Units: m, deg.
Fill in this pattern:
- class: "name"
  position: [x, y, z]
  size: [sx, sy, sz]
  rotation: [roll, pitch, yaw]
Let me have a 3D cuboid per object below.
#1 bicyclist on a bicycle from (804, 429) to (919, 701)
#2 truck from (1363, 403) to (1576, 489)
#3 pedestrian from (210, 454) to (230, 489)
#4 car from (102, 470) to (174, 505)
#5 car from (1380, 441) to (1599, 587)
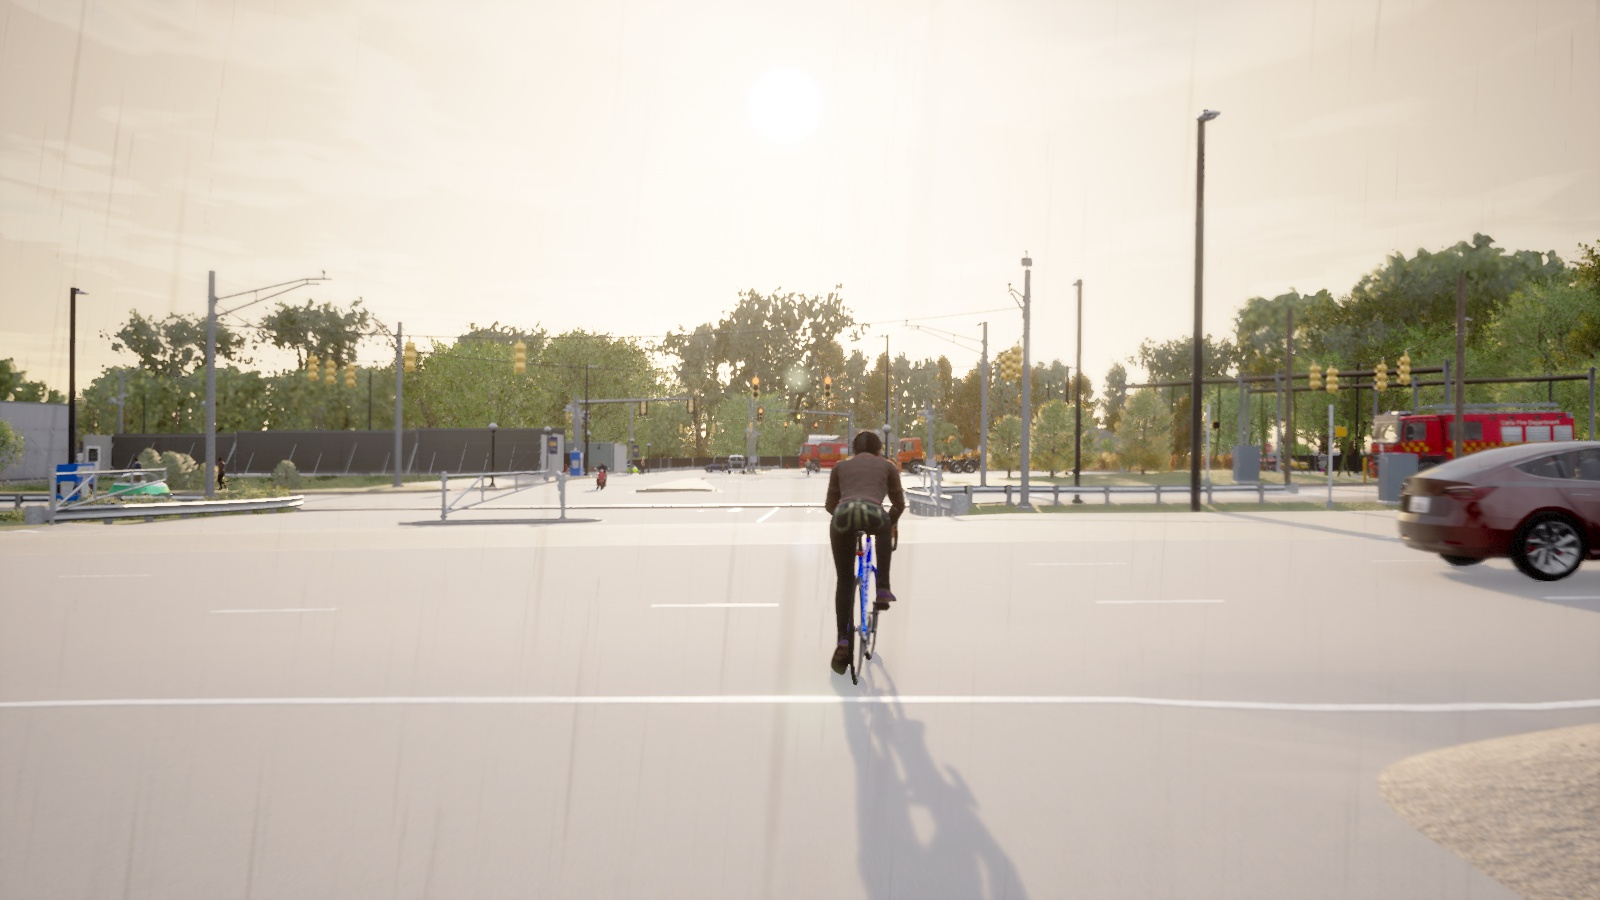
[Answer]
- class: "bicyclist on a bicycle"
  position: [0.446, 0.690, 8.370]
  size: [0.582, 1.620, 1.656]
  rotation: [0, 0, 9]
- class: "truck"
  position: [31.412, -0.185, 59.162]
  size: [8.468, 3.827, 2.891]
  rotation: [-1, 0, 0]
- class: "pedestrian"
  position: [-30.241, 1.116, 65.473]
  size: [0.869, 1.805, 0.328]
  rotation: [1, 0, 0]
- class: "car"
  position: [-27.657, 1.548, 52.535]
  size: [2.207, 1.376, 1.481]
  rotation: [-1, 0, 1]
- class: "car"
  position: [9.404, 0.644, 14.089]
  size: [4.792, 1.488, 2.163]
  rotation: [-1, 0, 0]
